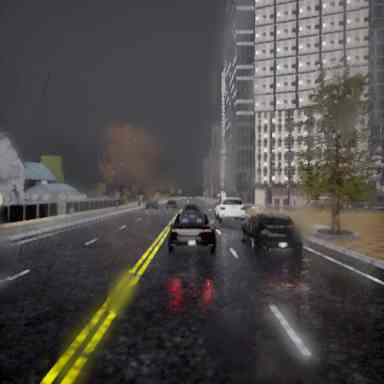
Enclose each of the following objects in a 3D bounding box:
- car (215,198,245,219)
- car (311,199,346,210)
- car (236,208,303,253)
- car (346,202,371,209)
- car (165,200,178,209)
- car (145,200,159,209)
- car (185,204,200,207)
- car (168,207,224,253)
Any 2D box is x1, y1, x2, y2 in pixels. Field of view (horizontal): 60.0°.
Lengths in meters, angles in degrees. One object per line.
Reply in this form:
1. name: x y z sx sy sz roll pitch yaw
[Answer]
1. car: 3.263 1.498 29.021 2.150 2.045 5.566 0 0 0
2. car: 23.037 2.221 56.872 5.009 1.841 2.192 0 1 20
3. car: 3.261 1.645 14.285 1.837 1.490 4.892 0 0 0
4. car: 31.073 2.354 62.322 4.403 1.369 2.008 0 1 20
5. car: -3.231 2.060 54.384 1.837 1.490 4.892 0 -1 0
6. car: -6.478 2.097 54.691 2.033 1.411 5.357 0 -1 0
7. car: 0.019 1.811 29.381 1.812 1.442 4.674 0 0 0
8. car: 0.011 1.629 14.287 2.128 1.511 4.902 0 0 0
